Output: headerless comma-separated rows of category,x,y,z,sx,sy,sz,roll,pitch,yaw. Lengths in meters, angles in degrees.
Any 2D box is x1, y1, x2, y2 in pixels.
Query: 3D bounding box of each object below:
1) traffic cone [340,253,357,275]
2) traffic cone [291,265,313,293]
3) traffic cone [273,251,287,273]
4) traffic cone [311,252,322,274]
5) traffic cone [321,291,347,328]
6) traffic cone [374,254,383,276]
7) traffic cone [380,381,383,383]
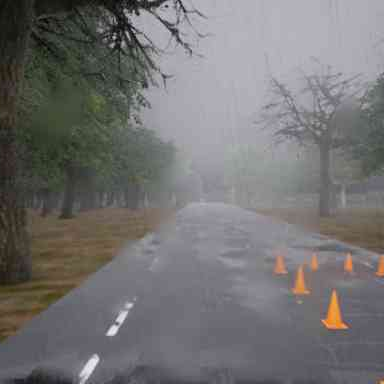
traffic cone,4.615,2.105,9.813,0.340,0.580,0.340,1,0,2
traffic cone,2.562,2.051,7.869,0.340,0.580,0.340,1,0,2
traffic cone,2.617,2.061,9.868,0.340,0.580,0.340,1,0,2
traffic cone,3.616,2.083,9.841,0.340,0.580,0.340,1,0,2
traffic cone,2.506,2.041,5.870,0.340,0.580,0.340,1,0,2
traffic cone,5.615,2.127,9.785,0.340,0.580,0.340,1,0,2
traffic cone,2.451,2.030,3.871,0.340,0.580,0.340,1,0,2
